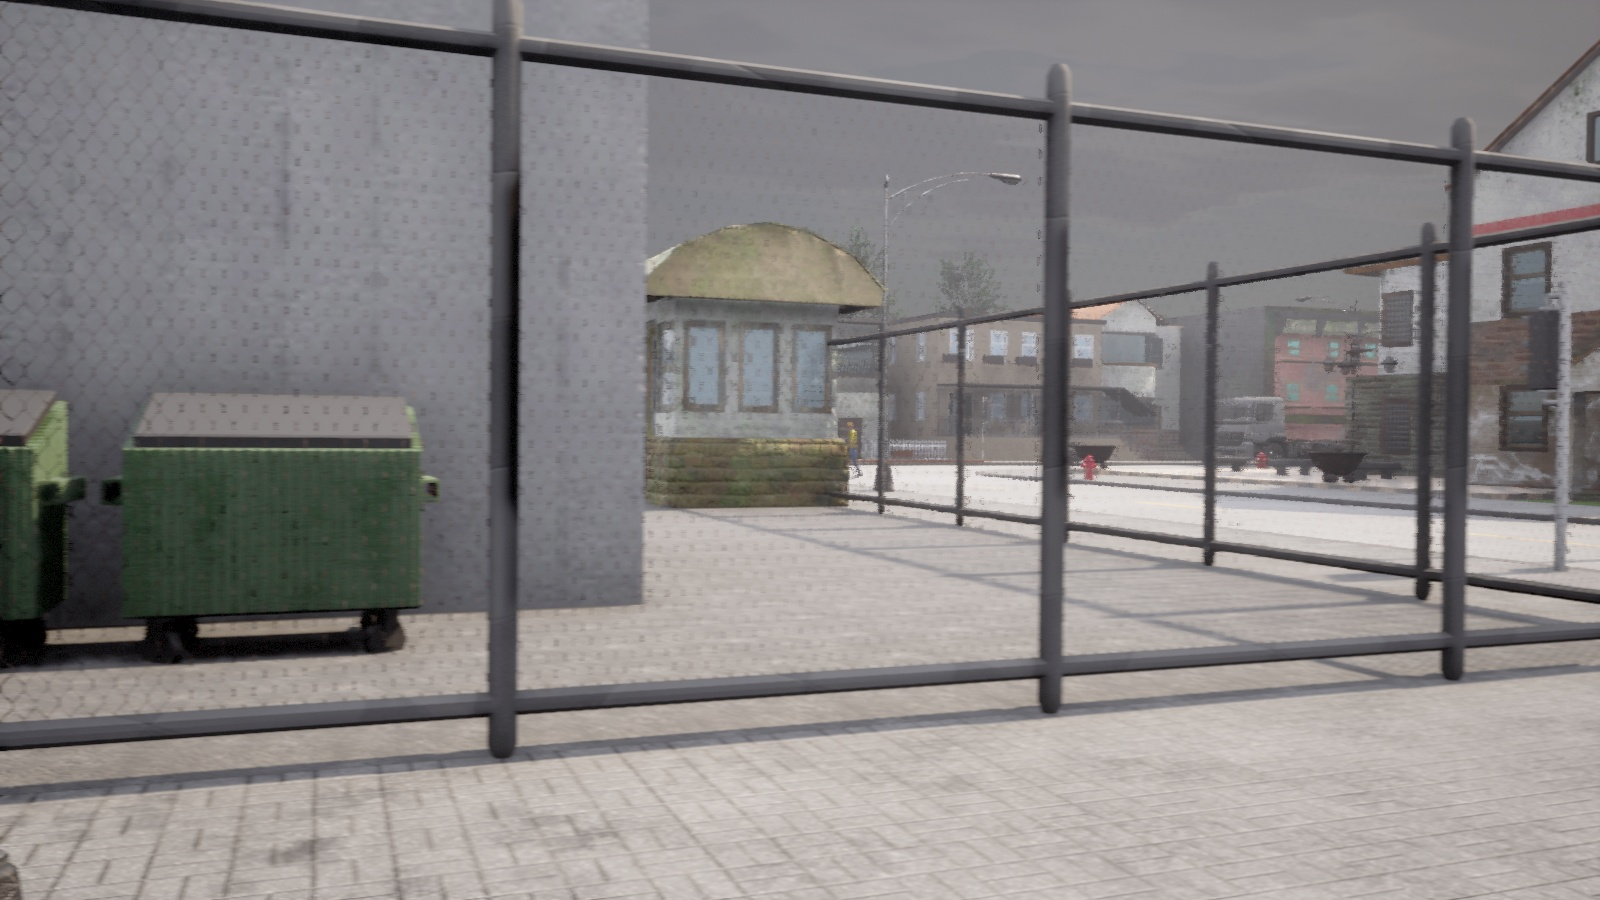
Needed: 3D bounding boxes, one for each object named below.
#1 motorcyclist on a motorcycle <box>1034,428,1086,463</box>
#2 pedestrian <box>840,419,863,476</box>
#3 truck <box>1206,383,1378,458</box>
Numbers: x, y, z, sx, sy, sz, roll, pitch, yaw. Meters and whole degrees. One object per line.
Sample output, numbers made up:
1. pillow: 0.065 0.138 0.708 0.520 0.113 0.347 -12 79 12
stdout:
1. motorcyclist on a motorcycle: 11.747 -0.218 56.743 2.191 1.530 0.866 -1 1 -21
2. pedestrian: 1.656 -0.090 40.504 0.706 1.836 0.354 -1 1 -2
3. truck: 24.092 -1.443 61.432 7.936 3.462 2.891 -1 1 -21
